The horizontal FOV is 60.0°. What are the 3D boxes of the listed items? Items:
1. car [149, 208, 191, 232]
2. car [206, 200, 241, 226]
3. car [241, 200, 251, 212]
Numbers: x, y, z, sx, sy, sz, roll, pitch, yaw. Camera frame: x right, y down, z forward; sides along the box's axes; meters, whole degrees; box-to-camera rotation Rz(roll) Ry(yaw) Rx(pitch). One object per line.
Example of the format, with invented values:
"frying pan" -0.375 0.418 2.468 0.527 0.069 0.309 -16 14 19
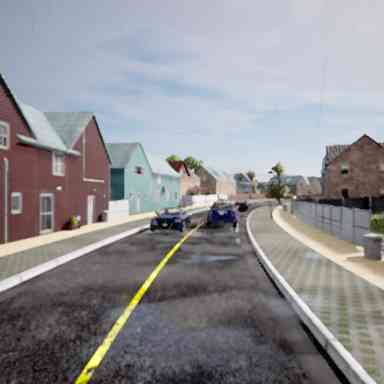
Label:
"car" -1.265 1.664 20.667 1.994 1.385 4.181 0 0 8
"car" 2.312 1.469 24.446 2.097 1.767 4.553 0 0 9
"car" 6.240 1.670 41.704 1.994 1.385 4.181 0 0 16
